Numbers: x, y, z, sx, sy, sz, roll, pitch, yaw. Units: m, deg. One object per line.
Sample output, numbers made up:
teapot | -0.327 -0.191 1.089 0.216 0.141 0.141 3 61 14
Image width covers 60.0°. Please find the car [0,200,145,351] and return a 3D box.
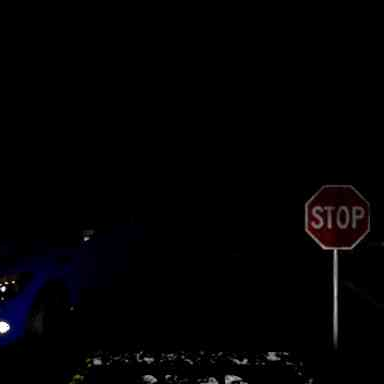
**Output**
car | -2.707 1.223 6.703 2.150 2.045 5.566 -1 0 11
